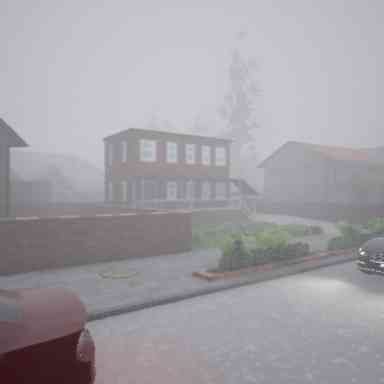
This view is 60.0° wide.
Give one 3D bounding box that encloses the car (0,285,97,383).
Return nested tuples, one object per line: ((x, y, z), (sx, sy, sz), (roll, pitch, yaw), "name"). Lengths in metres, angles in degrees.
((-3.246, 1.480, 2.291), (5.008, 1.535, 1.882), (0, 0, -35), "car")

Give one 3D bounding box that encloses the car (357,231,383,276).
((6.520, 1.486, 9.248), (4.892, 1.490, 1.837), (0, 0, -35), "car")

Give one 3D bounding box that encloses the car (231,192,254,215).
((3.069, 0.941, 25.755), (3.866, 1.878, 1.905), (0, 0, -35), "car")
